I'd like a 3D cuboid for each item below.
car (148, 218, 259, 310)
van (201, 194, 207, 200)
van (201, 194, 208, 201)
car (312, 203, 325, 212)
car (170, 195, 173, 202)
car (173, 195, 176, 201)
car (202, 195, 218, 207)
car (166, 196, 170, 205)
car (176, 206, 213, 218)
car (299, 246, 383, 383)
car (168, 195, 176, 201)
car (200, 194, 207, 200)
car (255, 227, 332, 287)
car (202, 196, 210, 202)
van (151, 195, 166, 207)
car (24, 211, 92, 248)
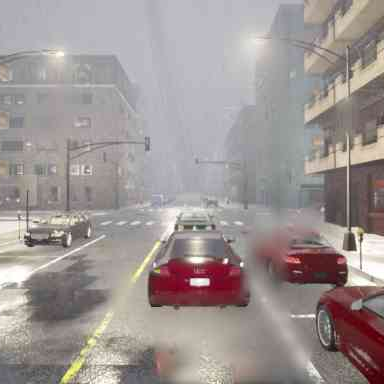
[{"bbox_3d":[0.118,1.566,7.908,1.994,1.385,4.181,0,0,-1],"label":"car"},{"bbox_3d":[3.268,1.350,92.365,1.690,1.788,3.998,1,0,0],"label":"van"},{"bbox_3d":[3.223,1.349,86.695,1.690,1.788,3.998,1,0,0],"label":"van"},{"bbox_3d":[15.605,1.518,36.850,4.507,1.381,1.887,0,-1,1],"label":"car"},{"bbox_3d":[-5.339,1.448,64.105,1.967,1.590,4.097,1,0,0],"label":"car"},{"bbox_3d":[-5.250,1.575,75.446,1.947,1.339,4.313,1,0,0],"label":"car"},{"bbox_3d":[3.043,1.558,51.097,2.008,1.369,4.403,1,0,0],"label":"car"},{"bbox_3d":[-5.386,1.574,58.434,1.947,1.339,4.313,1,0,0],"label":"car"},{"bbox_3d":[0.130,1.605,16.895,1.895,1.301,4.718,0,0,0],"label":"car"},{"bbox_3d":[2.672,1.583,3.304,1.802,1.307,4.206,1,0,0],"label":"car"},{"bbox_3d":[-5.160,1.554,86.787,1.887,1.381,4.507,1,0,0],"label":"car"},{"bbox_3d":[3.084,1.558,69.685,2.008,1.369,4.403,1,0,0],"label":"car"},{"bbox_3d":[2.681,1.584,8.975,1.802,1.307,4.206,1,0,0],"label":"car"},{"bbox_3d":[3.129,1.590,75.355,1.802,1.307,4.206,1,0,0],"label":"car"},{"bbox_3d":[-5.502,1.349,52.772,1.690,1.788,3.998,1,0,0],"label":"van"},{"bbox_3d":[-5.747,1.554,14.727,2.008,1.369,4.403,1,0,0],"label":"car"}]
